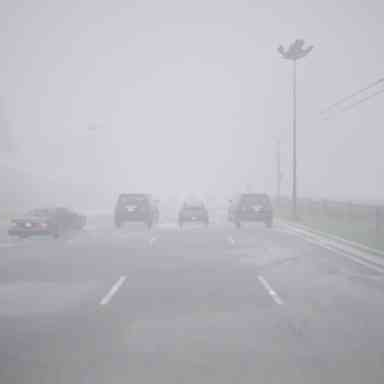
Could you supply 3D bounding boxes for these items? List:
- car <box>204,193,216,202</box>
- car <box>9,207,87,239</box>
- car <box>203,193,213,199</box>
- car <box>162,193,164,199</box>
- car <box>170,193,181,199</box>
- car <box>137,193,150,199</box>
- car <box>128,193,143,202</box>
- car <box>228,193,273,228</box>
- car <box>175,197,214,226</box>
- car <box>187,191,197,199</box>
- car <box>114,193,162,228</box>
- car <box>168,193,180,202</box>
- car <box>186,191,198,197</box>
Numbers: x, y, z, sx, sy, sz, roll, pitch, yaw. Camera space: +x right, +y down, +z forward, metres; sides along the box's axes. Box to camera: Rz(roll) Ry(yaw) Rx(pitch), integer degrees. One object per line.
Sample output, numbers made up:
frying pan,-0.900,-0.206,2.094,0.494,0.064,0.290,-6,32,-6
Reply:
car,3.499,1.025,62.115,1.882,1.535,5.008,0,0,0
car,-6.901,1.426,16.532,2.033,1.411,5.357,0,0,0
car,3.499,0.844,72.534,2.033,1.411,5.357,0,0,0
car,-7.001,1.095,62.115,2.033,1.411,5.357,0,0,0
car,-3.501,0.844,72.534,2.033,1.411,5.357,0,0,0
car,-10.501,0.844,72.564,2.033,1.411,5.357,0,0,0
car,-10.501,1.025,62.145,1.882,1.535,5.008,0,0,0
car,3.599,1.067,21.190,2.150,2.045,5.566,0,0,0
car,0.101,1.331,21.980,2.128,1.511,4.902,0,0,0
car,-0.001,0.660,72.502,2.097,1.767,4.553,0,0,0
car,-3.401,1.067,21.136,2.150,2.045,5.566,0,0,0
car,-3.501,1.052,62.115,1.837,1.490,4.892,0,0,0
car,-0.001,1.025,62.115,1.882,1.535,5.008,0,0,0
